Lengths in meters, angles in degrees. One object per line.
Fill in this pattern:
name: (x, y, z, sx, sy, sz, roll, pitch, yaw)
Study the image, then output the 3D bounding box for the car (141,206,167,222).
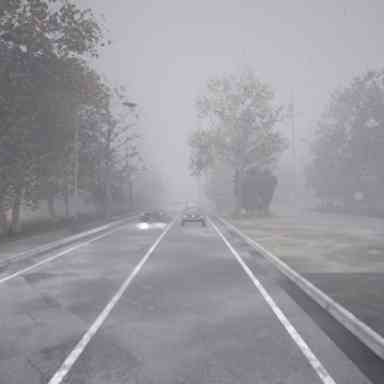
car: (-3.347, 1.960, 29.929, 1.895, 1.301, 4.718, 0, -1, 0)

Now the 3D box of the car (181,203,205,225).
car: (0.102, 1.832, 26.464, 2.033, 1.411, 5.357, 0, -1, 0)

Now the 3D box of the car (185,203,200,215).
car: (0.103, 2.170, 43.043, 1.812, 1.442, 4.674, 0, -1, 0)
